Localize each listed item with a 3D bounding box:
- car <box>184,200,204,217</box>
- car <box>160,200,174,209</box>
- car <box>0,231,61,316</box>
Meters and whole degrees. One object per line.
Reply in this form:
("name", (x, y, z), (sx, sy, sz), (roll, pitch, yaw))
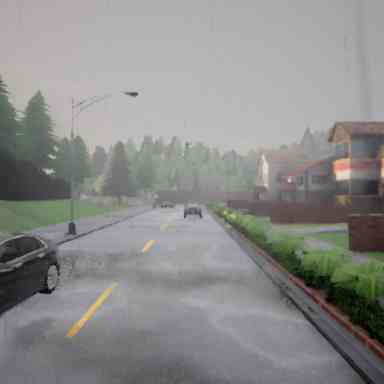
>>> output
("car", (0.107, 1.831, 34.524), (1.812, 1.442, 4.674), (0, 0, 0))
("car", (-4.022, 2.041, 54.188), (1.994, 1.385, 4.181), (0, 0, 1))
("car", (-4.098, 1.563, 6.235), (1.837, 1.490, 4.892), (0, -1, 0))
